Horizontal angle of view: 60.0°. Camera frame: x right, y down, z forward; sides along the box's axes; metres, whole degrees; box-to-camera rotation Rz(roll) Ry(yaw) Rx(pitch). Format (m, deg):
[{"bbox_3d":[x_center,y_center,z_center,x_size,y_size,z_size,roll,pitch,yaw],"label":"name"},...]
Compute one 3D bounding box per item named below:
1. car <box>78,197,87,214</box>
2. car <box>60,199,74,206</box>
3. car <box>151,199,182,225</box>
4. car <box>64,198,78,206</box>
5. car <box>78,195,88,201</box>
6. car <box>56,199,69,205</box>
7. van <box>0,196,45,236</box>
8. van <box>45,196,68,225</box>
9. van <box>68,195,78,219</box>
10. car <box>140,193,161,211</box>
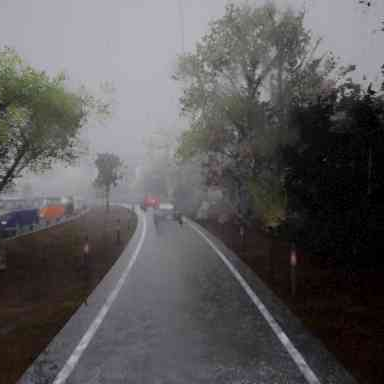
[{"bbox_3d":[-12.555,1.592,34.442,1.946,1.575,5.366,2,-1,-11],"label":"car"},{"bbox_3d":[-28.666,2.306,76.207,2.231,1.521,4.892,-1,-1,-29],"label":"car"},{"bbox_3d":[-1.762,1.453,23.374,1.812,1.442,4.674,0,0,-8],"label":"car"},{"bbox_3d":[-25.683,2.183,70.629,2.097,1.535,5.008,-1,-1,-27],"label":"car"},{"bbox_3d":[-15.431,1.488,45.412,2.435,2.045,5.566,2,-2,-17],"label":"car"},{"bbox_3d":[-31.583,2.432,81.115,2.097,1.535,5.008,-1,-1,-31],"label":"car"},{"bbox_3d":[-9.801,1.244,17.977,1.878,1.987,4.442,1,-1,-7],"label":"van"},{"bbox_3d":[-10.522,1.276,23.522,1.878,1.987,4.442,1,-1,-8],"label":"van"},{"bbox_3d":[-11.433,1.318,29.041,1.878,1.987,4.442,2,-2,-13],"label":"van"},{"bbox_3d":[-4.998,1.172,40.212,2.150,2.045,5.566,0,0,-14],"label":"car"}]
